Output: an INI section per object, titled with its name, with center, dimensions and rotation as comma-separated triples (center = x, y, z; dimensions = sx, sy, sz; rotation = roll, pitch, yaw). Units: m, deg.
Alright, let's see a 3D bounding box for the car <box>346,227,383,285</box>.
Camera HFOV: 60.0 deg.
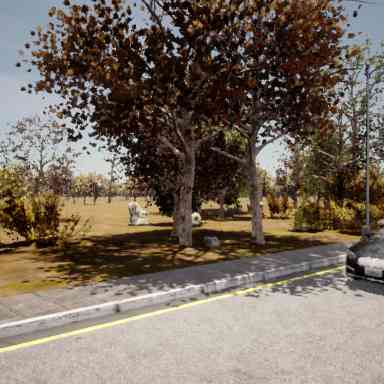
[car]
center = 5.958, 1.495, 8.736
dimensions = 4.902, 1.511, 2.128
rotation = 0, 0, -36
